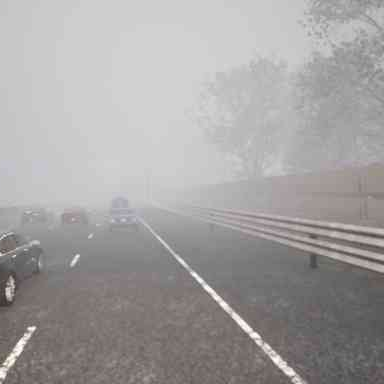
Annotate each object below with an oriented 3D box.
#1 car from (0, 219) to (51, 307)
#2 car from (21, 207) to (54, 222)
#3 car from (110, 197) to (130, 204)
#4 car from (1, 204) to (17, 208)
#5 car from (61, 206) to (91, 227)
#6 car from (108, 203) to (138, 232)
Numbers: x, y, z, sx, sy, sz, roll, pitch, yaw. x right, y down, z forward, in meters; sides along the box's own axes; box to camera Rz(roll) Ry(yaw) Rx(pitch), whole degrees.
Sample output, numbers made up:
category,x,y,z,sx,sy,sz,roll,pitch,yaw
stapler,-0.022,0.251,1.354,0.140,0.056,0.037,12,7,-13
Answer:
category,x,y,z,sx,sy,sz,roll,pitch,yaw
car,-5.046,1.711,8.216,1.837,1.490,4.892,-2,0,-13
car,-13.249,2.041,28.717,2.128,1.511,4.902,-2,0,-13
car,-8.991,1.611,41.546,2.150,2.045,5.566,-2,0,-13
car,-29.965,2.742,54.705,2.128,1.511,4.902,-2,0,-13
car,-9.170,1.861,26.522,1.882,1.535,5.008,-2,0,-13
car,-4.607,1.745,22.137,2.033,1.411,5.357,-2,0,-13
